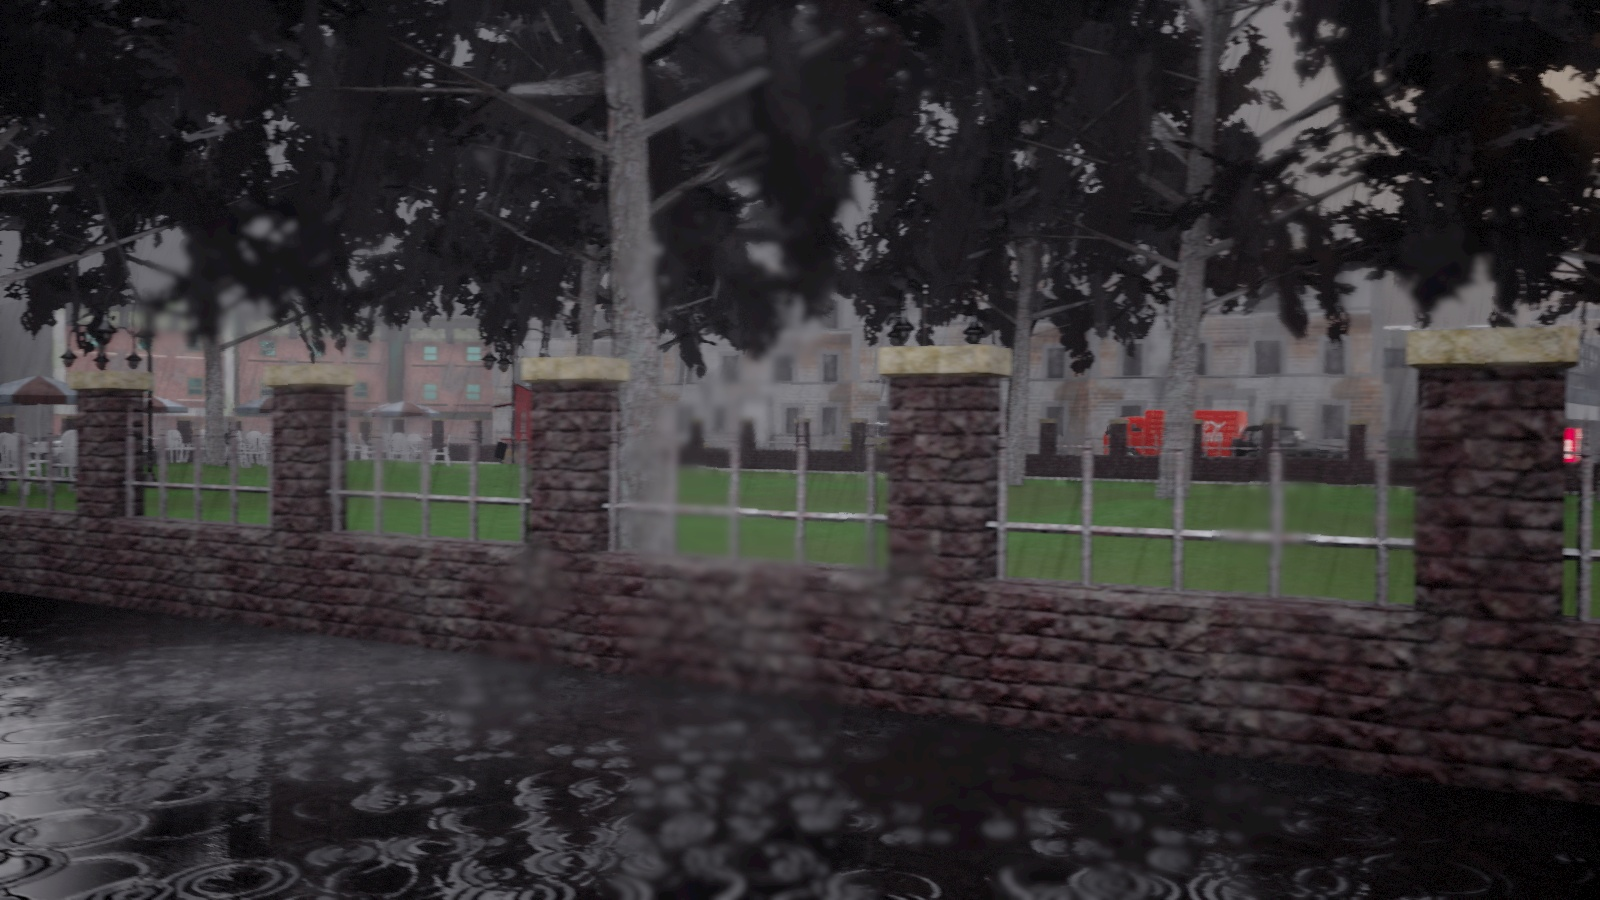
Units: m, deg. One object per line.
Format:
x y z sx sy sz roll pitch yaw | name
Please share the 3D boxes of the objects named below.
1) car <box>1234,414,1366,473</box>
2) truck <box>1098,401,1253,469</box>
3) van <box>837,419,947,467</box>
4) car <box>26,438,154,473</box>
16.775 -0.218 42.172 3.866 1.878 1.905 0 1 31 | car
14.399 -0.564 48.228 5.204 2.467 2.627 0 1 31 | truck
3.966 -0.314 54.427 4.442 1.987 1.775 0 1 31 | van
-32.928 0.224 58.386 1.837 1.490 4.892 0 1 31 | car
